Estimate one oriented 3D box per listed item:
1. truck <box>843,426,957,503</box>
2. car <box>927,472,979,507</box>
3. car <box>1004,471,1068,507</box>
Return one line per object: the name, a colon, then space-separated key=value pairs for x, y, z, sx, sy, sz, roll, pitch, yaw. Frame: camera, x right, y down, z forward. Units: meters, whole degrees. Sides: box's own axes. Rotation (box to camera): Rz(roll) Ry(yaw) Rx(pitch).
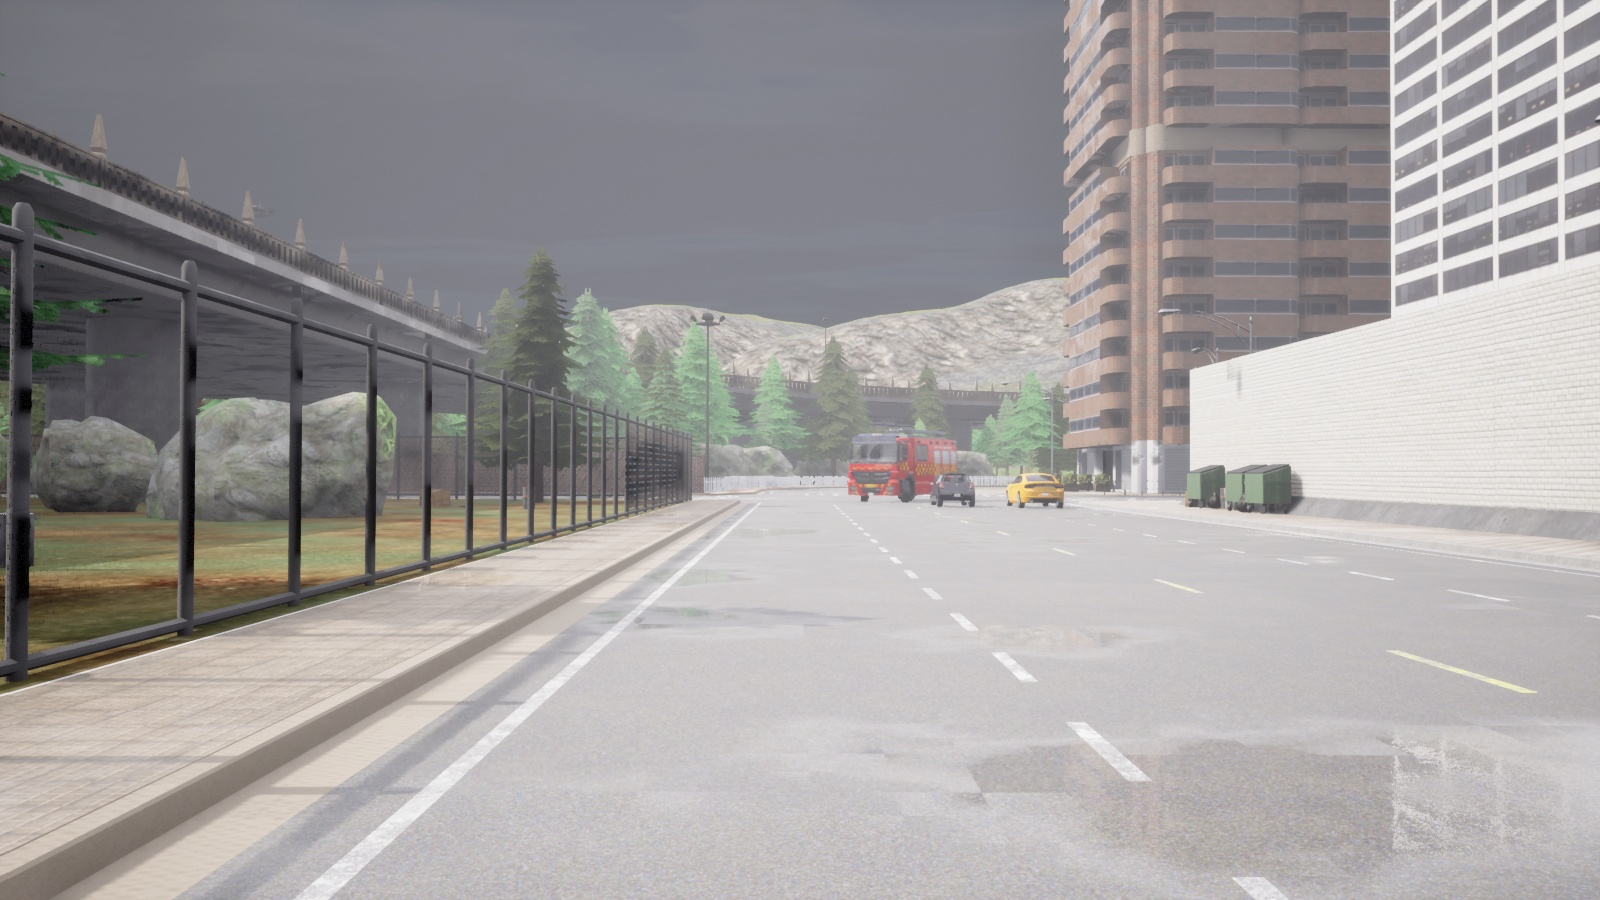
truck: x=5.506 y=0.795 z=67.150 sx=2.891 sy=3.827 sz=8.468 roll=-1 pitch=-1 yaw=28
car: x=6.842 y=1.746 z=56.417 sx=1.845 sy=1.501 sz=3.633 roll=0 pitch=-1 yaw=0
car: x=10.344 y=1.679 z=55.419 sx=1.882 sy=1.535 sz=5.008 roll=0 pitch=-1 yaw=0
